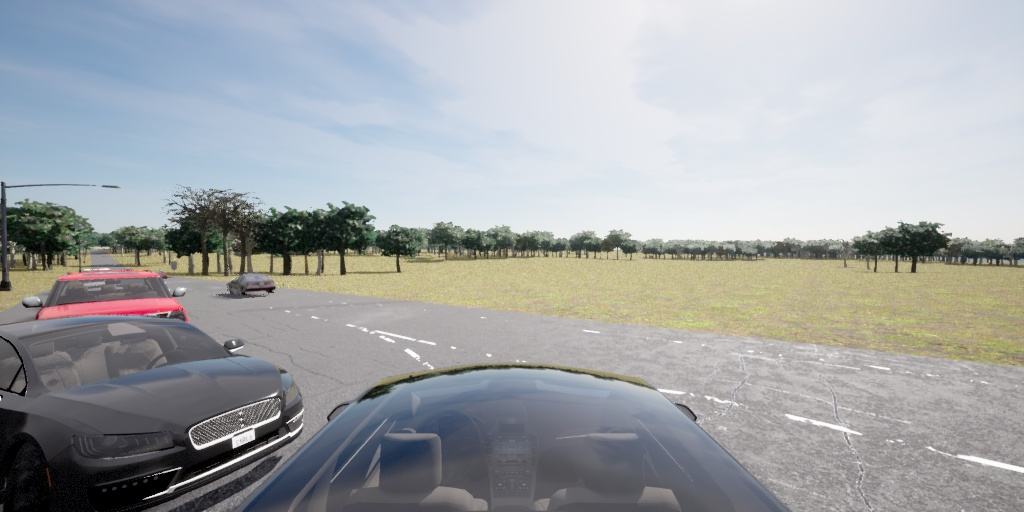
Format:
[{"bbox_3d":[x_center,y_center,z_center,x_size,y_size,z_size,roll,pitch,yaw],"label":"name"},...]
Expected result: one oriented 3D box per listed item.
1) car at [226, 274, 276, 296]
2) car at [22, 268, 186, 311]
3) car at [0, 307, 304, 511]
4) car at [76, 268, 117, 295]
[{"bbox_3d":[-18.475,1.972,25.343,5.357,1.411,2.033,-2,0,40],"label":"car"},{"bbox_3d":[-9.544,1.385,8.565,5.566,2.045,2.150,-2,0,40],"label":"car"},{"bbox_3d":[-4.593,1.445,3.962,4.892,1.490,1.837,-3,-3,21],"label":"car"},{"bbox_3d":[-36.180,2.105,31.290,5.566,2.045,2.150,-2,0,41],"label":"car"}]
